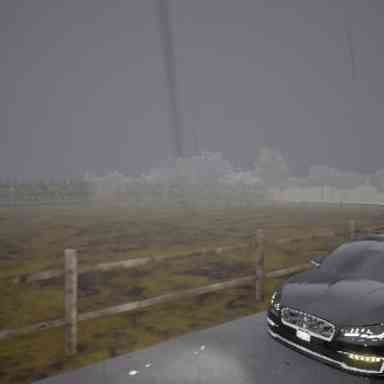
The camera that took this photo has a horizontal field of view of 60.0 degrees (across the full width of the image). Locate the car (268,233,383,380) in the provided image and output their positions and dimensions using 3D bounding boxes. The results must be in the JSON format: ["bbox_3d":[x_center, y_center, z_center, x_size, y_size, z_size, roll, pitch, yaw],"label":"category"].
[{"bbox_3d":[3.327,1.486,5.418,4.892,1.490,1.837,0,0,-35],"label":"car"}]
